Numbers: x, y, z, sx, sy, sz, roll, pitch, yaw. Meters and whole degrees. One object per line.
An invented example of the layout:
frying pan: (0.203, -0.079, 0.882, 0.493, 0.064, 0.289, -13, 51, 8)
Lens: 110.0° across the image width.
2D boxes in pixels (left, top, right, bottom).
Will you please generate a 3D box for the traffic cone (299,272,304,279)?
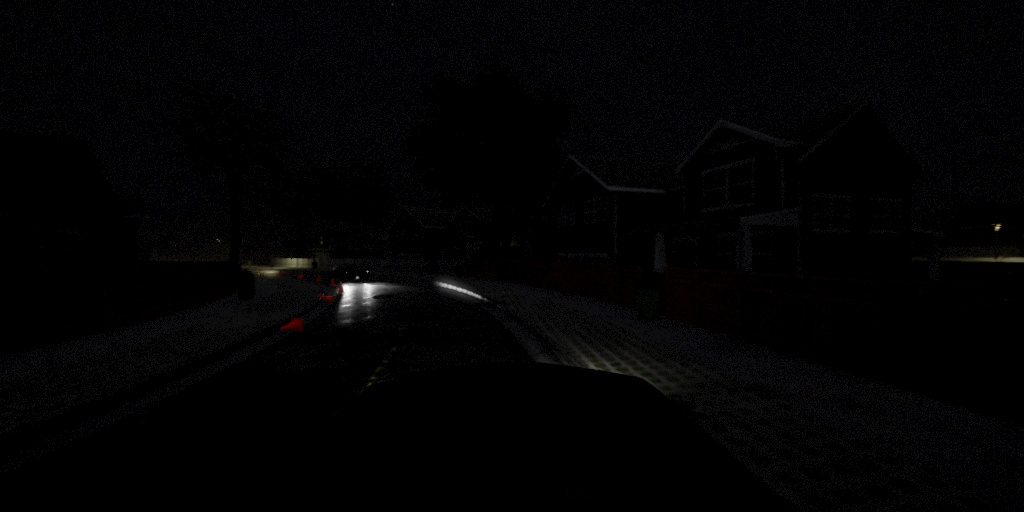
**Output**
traffic cone: (-17.644, 1.621, 30.048, 0.340, 0.580, 0.340, 0, 0, 42)

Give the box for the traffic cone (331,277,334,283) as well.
traffic cone: (-11.465, 1.630, 22.952, 0.340, 0.580, 0.340, 0, 0, -34)

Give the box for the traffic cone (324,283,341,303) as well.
traffic cone: (-7.325, 1.502, 14.628, 0.340, 0.580, 0.340, 0, 0, -10)

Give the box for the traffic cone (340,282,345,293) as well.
traffic cone: (-9.028, 1.646, 18.919, 0.340, 0.580, 0.340, 0, 0, -28)

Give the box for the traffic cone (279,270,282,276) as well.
traffic cone: (-21.330, 1.628, 33.040, 0.340, 0.580, 0.340, 0, 0, 37)

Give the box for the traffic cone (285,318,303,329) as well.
traffic cone: (-5.685, 1.531, 9.495, 0.340, 0.580, 0.340, 0, 0, -8)

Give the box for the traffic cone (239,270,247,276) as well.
traffic cone: (-29.362, 1.650, 38.997, 0.340, 0.580, 0.340, 0, 0, 37)

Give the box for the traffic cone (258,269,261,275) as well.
traffic cone: (-25.346, 1.639, 36.018, 0.340, 0.580, 0.340, 0, 0, 37)

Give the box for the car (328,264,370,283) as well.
car: (-12.428, 1.242, 27.224, 1.895, 1.301, 4.718, -1, 1, -40)

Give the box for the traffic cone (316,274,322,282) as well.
traffic cone: (-14.349, 1.622, 26.678, 0.340, 0.580, 0.340, 0, 0, -41)
